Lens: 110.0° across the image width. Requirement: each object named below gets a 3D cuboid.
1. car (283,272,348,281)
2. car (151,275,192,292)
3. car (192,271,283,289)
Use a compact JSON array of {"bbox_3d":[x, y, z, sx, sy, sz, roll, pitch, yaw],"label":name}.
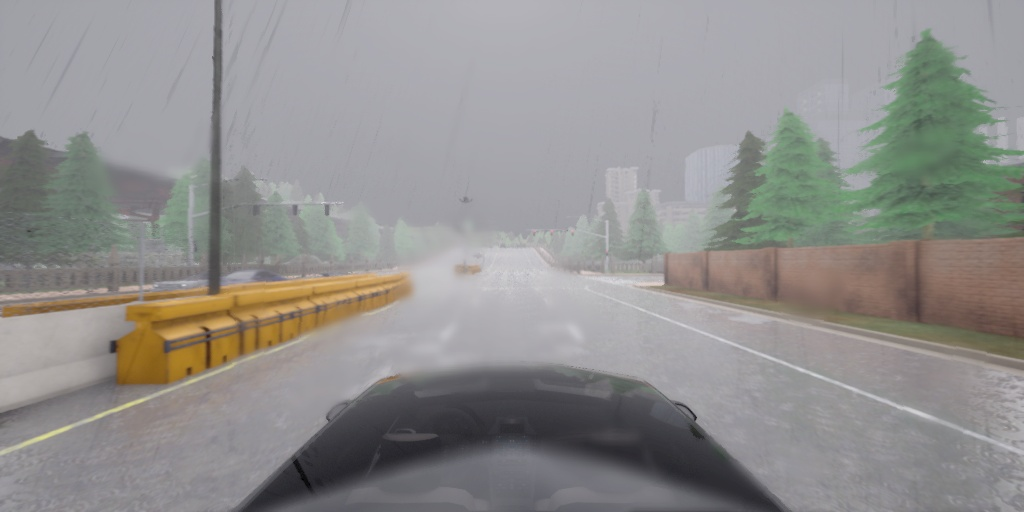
[{"bbox_3d":[-10.532,1.614,20.528,1.895,1.301,4.718,0,-1,1],"label":"car"},{"bbox_3d":[-17.532,1.615,20.537,1.895,1.301,4.718,0,-1,1],"label":"car"},{"bbox_3d":[-14.045,1.521,19.239,1.812,1.442,4.674,0,-1,1],"label":"car"}]
